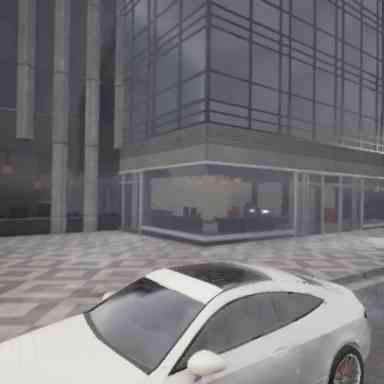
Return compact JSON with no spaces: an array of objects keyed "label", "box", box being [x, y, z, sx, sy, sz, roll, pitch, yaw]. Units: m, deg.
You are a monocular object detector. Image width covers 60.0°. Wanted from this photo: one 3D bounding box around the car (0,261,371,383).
[{"label":"car","box":[0.029,1.546,3.397,4.674,1.442,1.812,1,0,-35]}]
